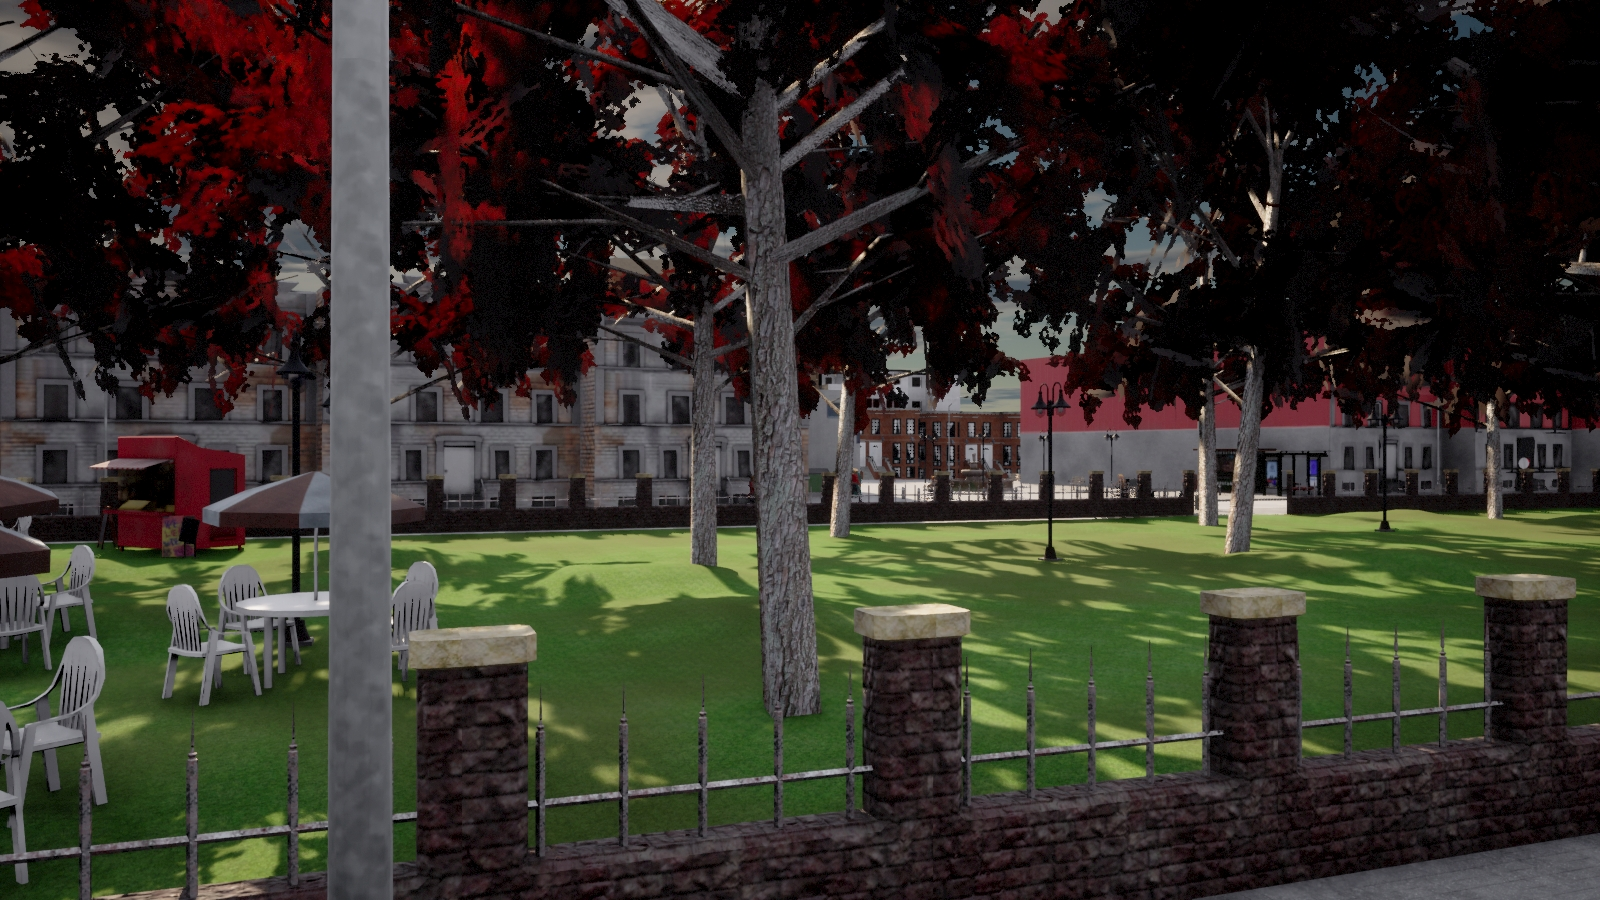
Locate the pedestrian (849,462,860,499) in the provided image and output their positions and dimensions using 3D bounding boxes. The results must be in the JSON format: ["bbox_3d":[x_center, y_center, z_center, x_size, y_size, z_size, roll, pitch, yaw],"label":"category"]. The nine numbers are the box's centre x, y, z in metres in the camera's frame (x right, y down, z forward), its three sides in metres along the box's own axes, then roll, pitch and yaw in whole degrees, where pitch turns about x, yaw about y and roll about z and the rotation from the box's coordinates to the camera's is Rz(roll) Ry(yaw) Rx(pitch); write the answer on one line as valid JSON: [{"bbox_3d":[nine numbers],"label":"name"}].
[{"bbox_3d":[2.723,1.533,57.196,0.375,1.860,0.375,0,0,-29],"label":"pedestrian"}]

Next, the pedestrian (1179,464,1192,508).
[{"bbox_3d":[16.400,1.538,48.570,0.375,1.860,0.375,0,0,-14],"label":"pedestrian"}]

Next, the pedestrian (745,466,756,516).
[{"bbox_3d":[-1.855,1.530,42.695,0.375,1.860,0.375,0,0,-4],"label":"pedestrian"}]

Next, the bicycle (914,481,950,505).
[{"bbox_3d":[6.257,2.046,54.289,1.487,1.080,0.859,0,0,-20],"label":"bicycle"}]
